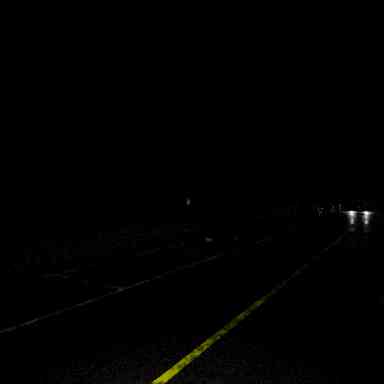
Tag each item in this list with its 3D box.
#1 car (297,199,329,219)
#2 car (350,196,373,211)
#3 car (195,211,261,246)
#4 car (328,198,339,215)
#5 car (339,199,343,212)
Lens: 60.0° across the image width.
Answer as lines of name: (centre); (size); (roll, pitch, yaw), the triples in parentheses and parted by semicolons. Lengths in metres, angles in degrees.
car: (10.575, 1.582, 29.464); (1.802, 1.307, 4.206); (0, 0, 32)
car: (20.557, 1.530, 40.477); (1.812, 1.442, 4.674); (0, 0, 32)
car: (1.827, 1.566, 15.385); (1.947, 1.339, 4.313); (0, 0, 32)
car: (13.491, 1.567, 34.156); (1.947, 1.339, 4.313); (0, 0, 32)
car: (16.407, 1.441, 38.849); (1.967, 1.590, 4.097); (0, 0, 32)
